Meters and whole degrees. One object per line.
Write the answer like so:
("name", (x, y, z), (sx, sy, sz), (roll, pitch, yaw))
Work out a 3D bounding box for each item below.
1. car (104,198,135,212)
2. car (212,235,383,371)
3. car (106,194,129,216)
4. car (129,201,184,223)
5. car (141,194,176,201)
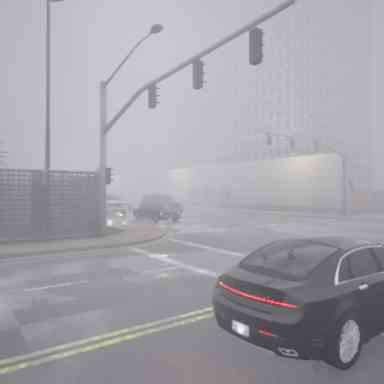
("car", (-8.732, 1.476, 39.721), (1.882, 1.535, 5.008), (0, 0, -35))
("car", (2.551, 1.517, 5.781), (4.892, 1.490, 1.837), (0, 0, -37))
("car", (-8.344, 1.208, 33.116), (2.150, 2.045, 5.566), (0, 0, -36))
("car", (-2.732, 1.588, 25.169), (1.895, 1.301, 4.718), (0, 0, -34))
("car", (-2.949, 1.221, 31.567), (2.150, 2.045, 5.566), (0, 0, -35))
